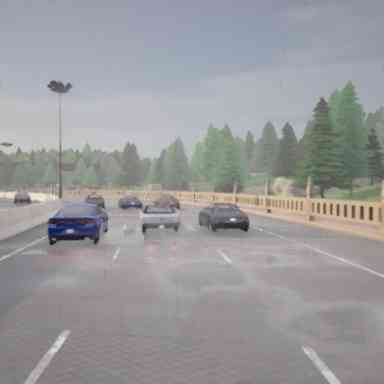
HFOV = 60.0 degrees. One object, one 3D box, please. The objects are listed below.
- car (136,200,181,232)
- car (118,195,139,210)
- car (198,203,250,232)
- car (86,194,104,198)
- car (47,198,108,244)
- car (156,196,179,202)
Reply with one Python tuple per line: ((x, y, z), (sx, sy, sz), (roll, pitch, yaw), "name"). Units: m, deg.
((-1.878, 1.329, 18.096), (1.895, 1.301, 4.718), (0, 1, -11), "car")
((-6.526, 1.045, 34.711), (1.994, 1.385, 4.181), (0, 1, -20), "car")
((1.612, 1.289, 18.147), (1.994, 1.385, 4.181), (0, 1, -10), "car")
((-10.174, 0.977, 34.530), (2.128, 1.511, 4.902), (0, 1, -20), "car")
((-4.854, 1.258, 14.688), (1.882, 1.535, 5.008), (0, 1, -8), "car")
((-2.667, 1.050, 34.266), (1.994, 1.385, 4.181), (0, 1, -19), "car")
